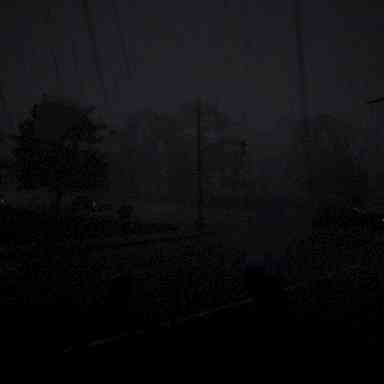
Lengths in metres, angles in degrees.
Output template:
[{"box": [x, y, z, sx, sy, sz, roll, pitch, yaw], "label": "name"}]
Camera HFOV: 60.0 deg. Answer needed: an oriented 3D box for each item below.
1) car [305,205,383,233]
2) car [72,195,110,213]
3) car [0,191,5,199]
[{"box": [8.983, 1.477, 19.290, 4.674, 1.442, 1.812, 0, 0, 39], "label": "car"}, {"box": [-10.694, 1.139, 35.155, 4.553, 1.767, 2.097, 2, 2, 39], "label": "car"}, {"box": [-30.717, 0.257, 51.444, 4.181, 1.385, 1.994, 3, 3, 39], "label": "car"}]
